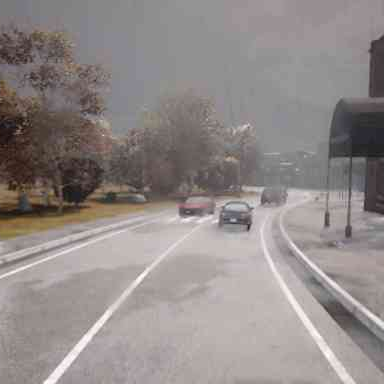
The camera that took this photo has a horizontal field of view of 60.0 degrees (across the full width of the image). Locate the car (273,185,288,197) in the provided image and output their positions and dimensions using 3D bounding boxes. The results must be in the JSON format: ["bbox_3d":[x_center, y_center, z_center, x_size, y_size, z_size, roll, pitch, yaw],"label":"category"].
[{"bbox_3d":[16.956,-0.156,63.582,2.150,2.045,5.566,2,3,22],"label":"car"}]

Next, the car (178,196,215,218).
[{"bbox_3d":[0.468,1.086,25.903,1.882,1.535,5.008,1,2,17],"label":"car"}]

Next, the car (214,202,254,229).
[{"bbox_3d":[2.729,1.313,20.123,1.812,1.442,4.674,1,1,12],"label":"car"}]

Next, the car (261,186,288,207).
[{"bbox_3d":[9.852,0.608,39.965,2.150,2.045,5.566,2,2,25],"label":"car"}]
